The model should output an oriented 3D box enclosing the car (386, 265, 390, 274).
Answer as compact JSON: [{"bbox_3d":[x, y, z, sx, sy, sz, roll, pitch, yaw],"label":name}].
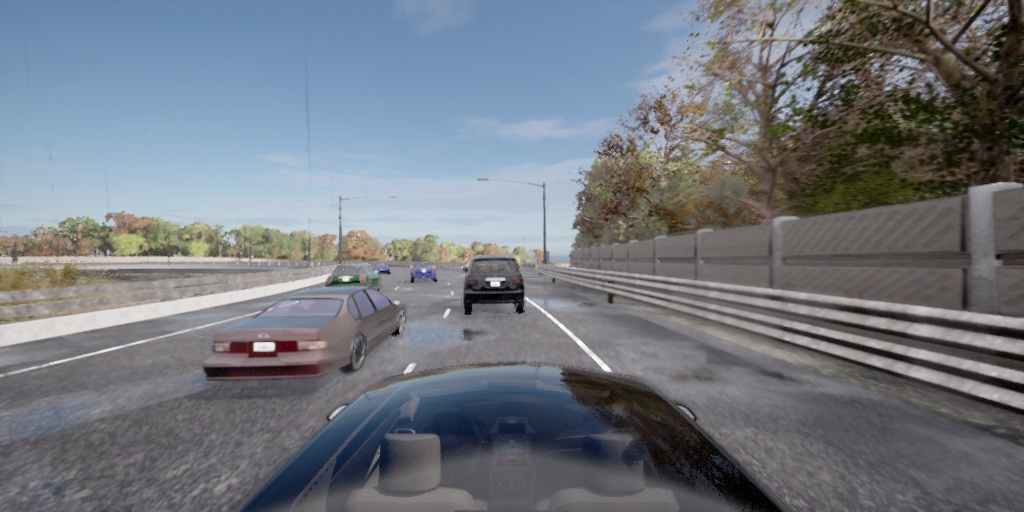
[{"bbox_3d":[-16.681,1.577,45.580,1.994,1.385,4.181,0,0,-24],"label":"car"}]

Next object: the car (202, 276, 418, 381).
[{"bbox_3d":[-3.658,1.342,7.594,2.033,1.411,5.357,0,0,-3],"label":"car"}]

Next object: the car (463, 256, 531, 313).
[{"bbox_3d":[-0.791,1.021,14.425,2.150,2.045,5.566,0,0,-5],"label":"car"}]

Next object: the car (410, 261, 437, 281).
[{"bbox_3d":[-7.732,1.256,31.251,2.097,1.767,4.553,0,0,-15],"label":"car"}]

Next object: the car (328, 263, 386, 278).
[{"bbox_3d":[-8.777,1.223,20.266,2.097,1.767,4.553,0,0,-10],"label":"car"}]
